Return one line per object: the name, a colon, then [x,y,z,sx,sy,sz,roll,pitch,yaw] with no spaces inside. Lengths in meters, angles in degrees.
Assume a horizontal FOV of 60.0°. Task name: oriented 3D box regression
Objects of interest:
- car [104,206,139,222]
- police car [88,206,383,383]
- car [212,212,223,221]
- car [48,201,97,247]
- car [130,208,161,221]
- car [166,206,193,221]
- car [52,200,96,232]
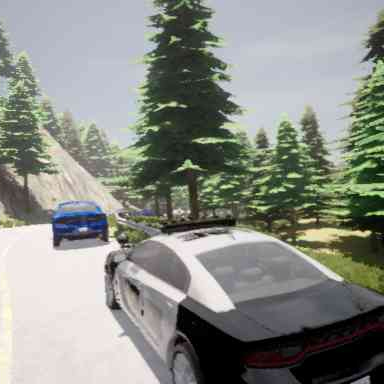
car: [-8.799,2.831,41.838,2.097,1.767,4.553,-5,-6,20]
police car: [0.055,1.178,4.752,1.930,1.638,5.238,-4,3,-27]
car: [6.705,6.494,86.276,2.150,2.045,5.566,-4,-6,11]
car: [-4.632,1.104,13.345,1.882,1.535,5.008,-4,1,-24]
car: [-5.653,2.783,41.022,1.812,1.442,4.674,-5,-6,21]
car: [-1.838,3.317,51.112,2.150,2.045,5.566,-5,-6,21]
car: [-6.462,1.224,18.647,1.812,1.442,4.674,-4,-1,-14]
